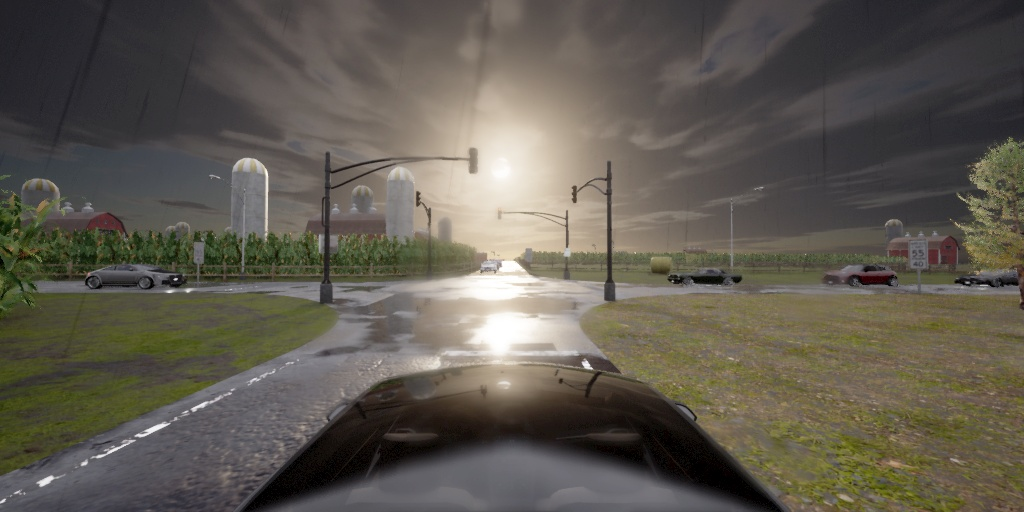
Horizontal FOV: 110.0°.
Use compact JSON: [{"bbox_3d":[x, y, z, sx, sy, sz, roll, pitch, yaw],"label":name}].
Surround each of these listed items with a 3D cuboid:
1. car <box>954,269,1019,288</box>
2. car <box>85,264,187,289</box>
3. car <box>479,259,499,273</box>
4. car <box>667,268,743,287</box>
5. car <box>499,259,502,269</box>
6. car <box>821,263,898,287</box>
[{"bbox_3d":[37.693,1.705,27.779,5.357,1.411,2.033,1,-1,-4],"label":"car"},{"bbox_3d":[-20.968,1.118,20.125,4.181,1.385,1.994,0,-1,-3],"label":"car"},{"bbox_3d":[-2.807,1.314,43.480,1.812,1.442,4.674,0,0,-1],"label":"car"},{"bbox_3d":[13.972,1.540,26.237,4.718,1.301,1.895,0,-1,-1],"label":"car"},{"bbox_3d":[-2.861,1.329,53.510,1.812,1.442,4.674,0,0,0],"label":"car"},{"bbox_3d":[25.980,1.397,26.908,4.553,1.767,2.097,1,-1,-4],"label":"car"}]
